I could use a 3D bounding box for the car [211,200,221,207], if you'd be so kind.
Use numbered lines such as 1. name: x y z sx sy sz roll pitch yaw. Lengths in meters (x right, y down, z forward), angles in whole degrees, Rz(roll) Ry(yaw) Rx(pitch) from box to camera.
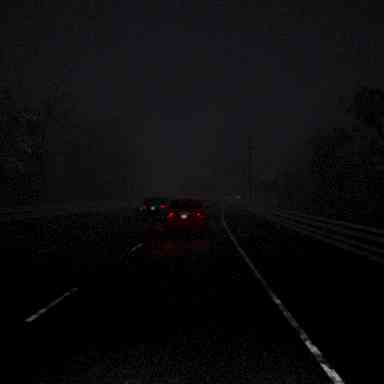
1. car: 4.223 2.043 61.031 1.895 1.301 4.718 0 0 8

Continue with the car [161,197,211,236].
1. car: -0.179 1.357 19.682 2.150 2.045 5.566 0 0 5

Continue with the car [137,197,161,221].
1. car: -2.872 1.424 29.209 2.150 2.045 5.566 0 0 5

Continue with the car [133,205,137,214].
1. car: -5.448 1.834 38.668 1.994 1.385 4.181 0 0 6

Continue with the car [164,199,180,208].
1. car: -3.412 1.912 56.408 1.837 1.490 4.892 0 0 7

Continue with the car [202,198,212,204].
1. car: 3.695 2.127 81.431 1.812 1.442 4.674 0 0 9
